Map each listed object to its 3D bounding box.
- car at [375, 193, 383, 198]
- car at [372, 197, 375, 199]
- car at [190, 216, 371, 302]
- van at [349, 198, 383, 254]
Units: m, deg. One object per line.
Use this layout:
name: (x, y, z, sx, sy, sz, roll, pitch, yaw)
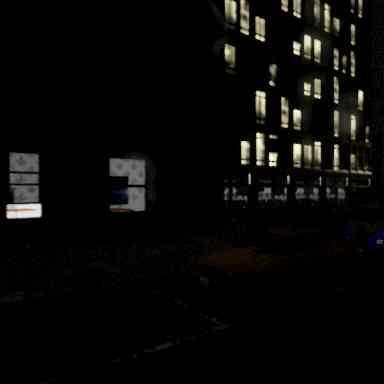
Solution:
car: (24.411, 0.768, 38.032, 2.192, 1.841, 5.009, 1, 0, -36)
car: (27.878, 0.941, 47.462, 1.802, 1.307, 4.206, 1, 0, -36)
car: (2.217, 1.475, 8.134, 4.829, 1.417, 1.752, -1, 1, -35)
van: (6.866, 1.245, 11.446, 3.998, 1.788, 1.690, -1, 1, -35)
